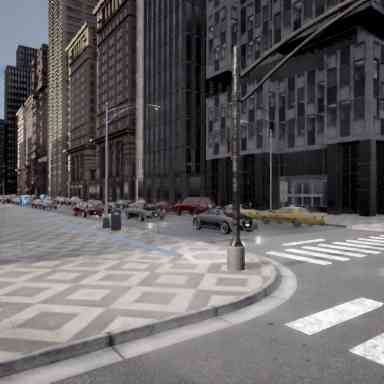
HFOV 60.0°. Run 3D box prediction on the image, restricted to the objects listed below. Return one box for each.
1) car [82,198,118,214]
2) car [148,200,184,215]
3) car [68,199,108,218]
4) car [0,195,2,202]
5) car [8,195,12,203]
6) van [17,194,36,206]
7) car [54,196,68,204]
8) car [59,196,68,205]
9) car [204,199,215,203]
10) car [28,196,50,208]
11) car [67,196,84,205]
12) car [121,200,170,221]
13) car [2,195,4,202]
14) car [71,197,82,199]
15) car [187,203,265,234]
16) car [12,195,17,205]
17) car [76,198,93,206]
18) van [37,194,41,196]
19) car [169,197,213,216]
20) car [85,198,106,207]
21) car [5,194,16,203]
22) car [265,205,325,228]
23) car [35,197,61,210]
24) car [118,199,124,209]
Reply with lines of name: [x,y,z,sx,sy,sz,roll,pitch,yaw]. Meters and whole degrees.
car: [-10.215,1.595,36.501,1.837,1.490,4.892,0,-1,-35]
car: [-2.968,1.643,36.384,1.887,1.381,4.507,0,0,-35]
car: [-9.917,1.612,31.446,1.887,1.381,4.507,0,0,-35]
car: [-45.512,1.690,81.748,1.967,1.590,4.097,0,0,-35]
car: [-35.804,1.779,68.029,1.802,1.307,4.206,0,0,-35]
van: [-29.333,1.505,58.884,1.690,1.788,3.998,0,0,-35]
car: [-28.854,1.668,72.965,1.967,1.590,4.097,0,0,-35]
car: [-23.534,1.780,60.840,1.895,1.301,4.718,0,0,-36]
car: [3.405,1.594,27.377,1.752,1.417,4.829,0,0,-35]
car: [-22.861,1.712,49.737,1.802,1.307,4.206,0,0,-35]
car: [-22.383,1.634,63.820,1.967,1.590,4.097,0,0,-35]
car: [-3.946,1.623,27.630,1.994,1.385,4.181,0,0,-35]
car: [-42.277,1.814,77.175,1.802,1.307,4.206,0,0,-35]
car: [-17.516,1.654,52.339,1.837,1.490,4.892,0,0,-35]
car: [1.842,1.596,19.448,1.994,1.385,4.181,0,0,-35]
car: [-32.471,1.705,63.318,1.752,1.417,4.829,0,0,-35]
car: [-19.147,1.760,59.248,1.802,1.307,4.206,0,0,-35]
van: [-38.562,1.622,86.684,1.690,1.788,3.998,0,0,-35]
car: [0.267,1.398,31.812,2.192,1.841,5.009,0,0,-35]
car: [-15.911,1.727,54.675,1.947,1.339,4.313,0,0,-35]
car: [-39.041,1.529,72.603,2.192,1.841,5.009,0,0,-35]
car: [6.641,1.579,22.805,1.752,1.417,4.829,0,0,-35]
car: [-19.625,1.696,45.164,1.802,1.307,4.206,0,0,-35]
car: [-9.440,1.680,45.530,2.008,1.369,4.403,0,0,-35]
